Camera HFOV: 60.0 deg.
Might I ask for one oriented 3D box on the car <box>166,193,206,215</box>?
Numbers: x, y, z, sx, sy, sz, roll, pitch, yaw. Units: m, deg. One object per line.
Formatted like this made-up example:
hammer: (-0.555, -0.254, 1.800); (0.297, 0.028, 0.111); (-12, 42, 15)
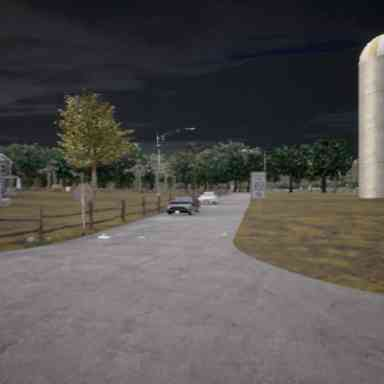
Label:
car: (-0.524, 1.011, 26.607); (2.033, 1.411, 5.357); (0, 1, 12)

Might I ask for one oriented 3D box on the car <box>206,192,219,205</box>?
car: (2.069, 0.755, 39.657); (1.812, 1.442, 4.674); (0, 1, 12)
